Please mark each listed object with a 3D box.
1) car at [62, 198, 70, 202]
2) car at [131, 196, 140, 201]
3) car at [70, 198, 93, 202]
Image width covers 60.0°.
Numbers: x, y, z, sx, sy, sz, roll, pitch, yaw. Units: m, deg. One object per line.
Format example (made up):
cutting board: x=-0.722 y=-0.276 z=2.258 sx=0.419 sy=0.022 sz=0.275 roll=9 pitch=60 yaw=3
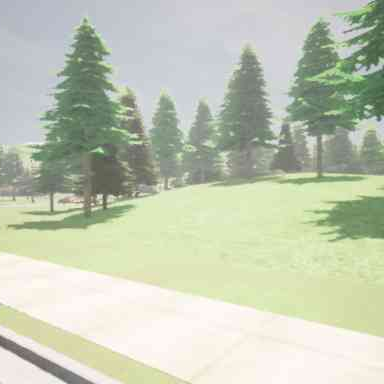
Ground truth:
car: x=-22.747 y=1.387 z=65.001 sx=2.097 sy=1.767 sz=4.553 roll=0 pitch=0 yaw=36
car: x=-13.434 y=1.461 z=77.758 sx=2.097 sy=1.767 sz=4.553 roll=0 pitch=0 yaw=36
car: x=-19.921 y=1.380 z=62.937 sx=2.097 sy=1.767 sz=4.553 roll=0 pitch=0 yaw=36
